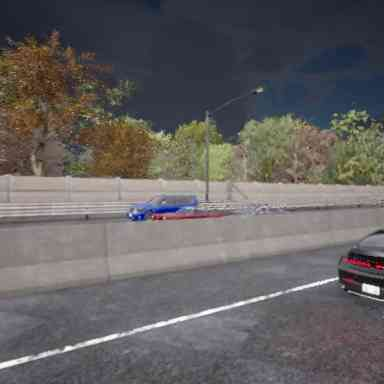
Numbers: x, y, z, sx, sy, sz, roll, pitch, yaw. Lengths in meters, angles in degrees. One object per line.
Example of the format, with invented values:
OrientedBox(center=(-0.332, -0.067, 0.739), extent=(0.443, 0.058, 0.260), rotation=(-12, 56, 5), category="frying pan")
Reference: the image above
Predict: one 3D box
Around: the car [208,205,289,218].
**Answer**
OrientedBox(center=(3.674, 1.508, 19.443), extent=(4.902, 1.511, 2.128), rotation=(0, 0, -35), category="car")

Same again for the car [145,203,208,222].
OrientedBox(center=(-0.230, 1.602, 20.972), extent=(4.718, 1.301, 1.895), rotation=(0, 0, -35), category="car")

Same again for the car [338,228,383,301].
OrientedBox(center=(5.225, 1.525, 7.438), extent=(4.892, 1.490, 1.837), rotation=(0, 0, -35), category="car")

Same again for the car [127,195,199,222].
OrientedBox(center=(-1.888, 1.216, 24.084), extent=(5.566, 2.045, 2.150), rotation=(0, 0, -35), category="car")
